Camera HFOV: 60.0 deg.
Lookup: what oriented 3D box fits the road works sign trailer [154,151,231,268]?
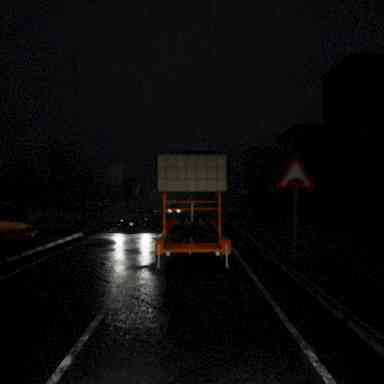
[{"bbox_3d":[0.005,0.437,11.085,2.380,3.560,2.880,0,0,-1],"label":"road works sign trailer"}]

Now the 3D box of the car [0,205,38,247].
[{"bbox_3d":[-9.394,1.464,14.009,5.366,1.575,1.946,0,0,0],"label":"car"}]

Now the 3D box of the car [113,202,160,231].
[{"bbox_3d":[-3.374,1.578,20.927,1.837,1.490,4.892,0,-1,0],"label":"car"}]

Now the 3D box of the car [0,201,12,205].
[{"bbox_3d":[-21.953,1.883,35.368,4.674,1.452,2.002,0,-1,0],"label":"car"}]

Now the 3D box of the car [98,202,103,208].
[{"bbox_3d":[-21.919,2.682,69.414,5.008,1.535,2.097,0,-1,0],"label":"car"}]

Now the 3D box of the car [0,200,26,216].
[{"bbox_3d":[-22.018,1.794,38.541,4.553,1.767,2.185,0,-1,0],"label":"car"}]

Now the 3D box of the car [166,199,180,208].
[{"bbox_3d":[-3.278,2.405,62.044,2.097,1.767,4.553,0,-1,1],"label":"car"}]

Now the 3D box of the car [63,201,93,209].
[{"bbox_3d":[-21.926,2.560,62.866,4.674,1.452,2.002,0,-1,0],"label":"car"}]

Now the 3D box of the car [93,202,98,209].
[{"bbox_3d":[-21.916,2.602,66.142,4.892,1.521,2.231,0,-1,0],"label":"car"}]

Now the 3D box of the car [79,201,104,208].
[{"bbox_3d":[-21.903,2.800,72.561,4.674,1.452,2.002,0,-1,0],"label":"car"}]
